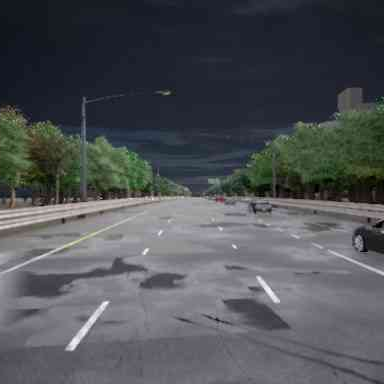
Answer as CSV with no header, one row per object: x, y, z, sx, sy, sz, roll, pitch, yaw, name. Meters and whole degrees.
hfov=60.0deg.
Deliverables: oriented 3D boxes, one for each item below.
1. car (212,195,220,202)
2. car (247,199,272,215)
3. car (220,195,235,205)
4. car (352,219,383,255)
7.287,1.727,89.358,2.150,2.045,5.566,0,-1,0,car
7.017,1.508,34.766,2.128,1.511,4.902,0,0,0,car
7.122,1.741,64.325,2.033,1.411,5.357,0,-1,0,car
7.098,1.510,10.797,1.837,1.490,4.892,0,0,-2,car
